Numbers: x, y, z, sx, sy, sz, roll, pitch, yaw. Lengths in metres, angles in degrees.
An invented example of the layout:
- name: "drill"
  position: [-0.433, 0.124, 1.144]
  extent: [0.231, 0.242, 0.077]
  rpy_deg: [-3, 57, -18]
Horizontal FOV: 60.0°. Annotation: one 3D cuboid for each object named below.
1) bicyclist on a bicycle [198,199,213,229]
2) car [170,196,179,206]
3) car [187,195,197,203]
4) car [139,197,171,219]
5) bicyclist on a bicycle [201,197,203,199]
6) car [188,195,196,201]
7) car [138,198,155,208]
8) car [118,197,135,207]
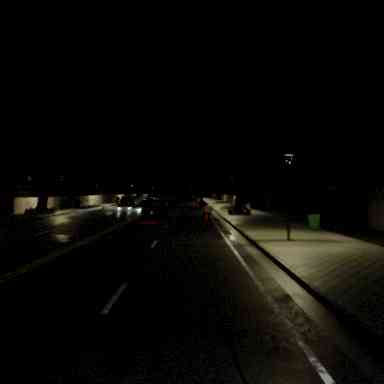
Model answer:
- name: "bicyclist on a bicycle"
  position: [0.884, 1.423, 20.590]
  extent: [0.866, 1.612, 1.509]
  rpy_deg: [0, 0, 0]
- name: "car"
  position: [-3.171, 1.440, 55.774]
  extent: [1.882, 1.535, 5.008]
  rpy_deg: [0, 0, 0]
- name: "car"
  position: [0.027, 1.449, 69.553]
  extent: [2.128, 1.511, 4.902]
  rpy_deg: [0, 0, 0]
- name: "car"
  position: [-3.160, 1.458, 28.716]
  extent: [1.882, 1.535, 5.008]
  rpy_deg: [0, 0, 0]
- name: "bicyclist on a bicycle"
  position: [0.883, 1.350, 29.695]
  extent: [0.659, 1.776, 1.843]
  rpy_deg: [0, 0, 0]
- name: "car"
  position: [-0.029, 1.488, 80.496]
  extent: [1.812, 1.442, 4.674]
  rpy_deg: [0, 0, 0]
- name: "car"
  position: [-6.586, 1.568, 48.741]
  extent: [1.895, 1.301, 4.718]
  rpy_deg: [0, 0, 0]
- name: "car"
  position: [-9.830, 1.471, 50.104]
  extent: [1.837, 1.490, 4.892]
  rpy_deg: [0, 0, 0]
